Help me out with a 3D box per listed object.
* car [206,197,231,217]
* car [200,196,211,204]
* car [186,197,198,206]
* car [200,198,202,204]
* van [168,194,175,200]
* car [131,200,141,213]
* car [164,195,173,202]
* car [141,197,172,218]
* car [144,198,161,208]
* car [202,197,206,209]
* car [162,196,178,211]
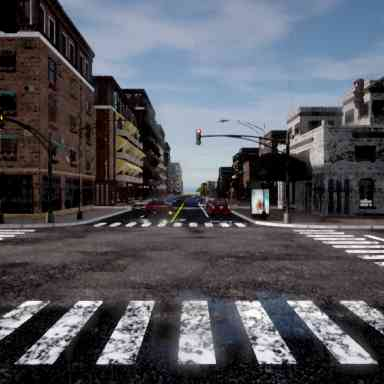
[{"bbox_3d":[2.625,1.446,31.849,1.967,1.590,4.097,0,0,0],"label":"car"},{"bbox_3d":[2.563,1.591,66.030,2.008,1.369,4.403,-1,0,0],"label":"car"},{"bbox_3d":[-0.001,1.573,54.750,2.033,1.411,5.357,0,0,0],"label":"car"},{"bbox_3d":[2.594,1.571,48.940,2.008,1.369,4.403,0,0,0],"label":"car"},{"bbox_3d":[-5.873,1.430,94.485,1.690,1.788,3.998,-1,0,0],"label":"van"},{"bbox_3d":[-5.765,1.561,37.518,2.008,1.369,4.403,0,0,0],"label":"car"},{"bbox_3d":[-5.850,1.592,82.921,1.752,1.417,4.829,-1,0,0],"label":"car"},{"bbox_3d":[-3.154,1.483,30.634,1.882,1.535,5.008,0,0,0],"label":"car"},{"bbox_3d":[-5.786,1.571,48.912,2.008,1.369,4.403,0,0,0],"label":"car"},{"bbox_3d":[2.605,1.597,43.243,1.802,1.307,4.206,0,0,0],"label":"car"},{"bbox_3d":[-3.170,1.560,40.965,2.033,1.411,5.357,0,0,0],"label":"car"}]
